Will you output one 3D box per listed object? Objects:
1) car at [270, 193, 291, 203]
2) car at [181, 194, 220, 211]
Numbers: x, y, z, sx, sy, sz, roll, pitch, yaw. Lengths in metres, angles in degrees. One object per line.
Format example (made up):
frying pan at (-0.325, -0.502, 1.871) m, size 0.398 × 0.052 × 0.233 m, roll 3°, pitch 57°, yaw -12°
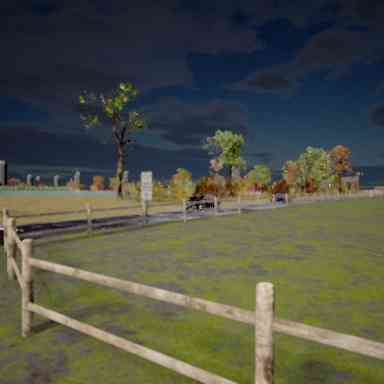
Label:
car at (13.194, 0.875, 49.612) m, size 1.994 × 1.385 × 4.181 m, roll -1°, pitch 0°, yaw 35°
car at (0.904, 1.021, 32.242) m, size 1.837 × 1.490 × 4.892 m, roll -1°, pitch 0°, yaw 35°
